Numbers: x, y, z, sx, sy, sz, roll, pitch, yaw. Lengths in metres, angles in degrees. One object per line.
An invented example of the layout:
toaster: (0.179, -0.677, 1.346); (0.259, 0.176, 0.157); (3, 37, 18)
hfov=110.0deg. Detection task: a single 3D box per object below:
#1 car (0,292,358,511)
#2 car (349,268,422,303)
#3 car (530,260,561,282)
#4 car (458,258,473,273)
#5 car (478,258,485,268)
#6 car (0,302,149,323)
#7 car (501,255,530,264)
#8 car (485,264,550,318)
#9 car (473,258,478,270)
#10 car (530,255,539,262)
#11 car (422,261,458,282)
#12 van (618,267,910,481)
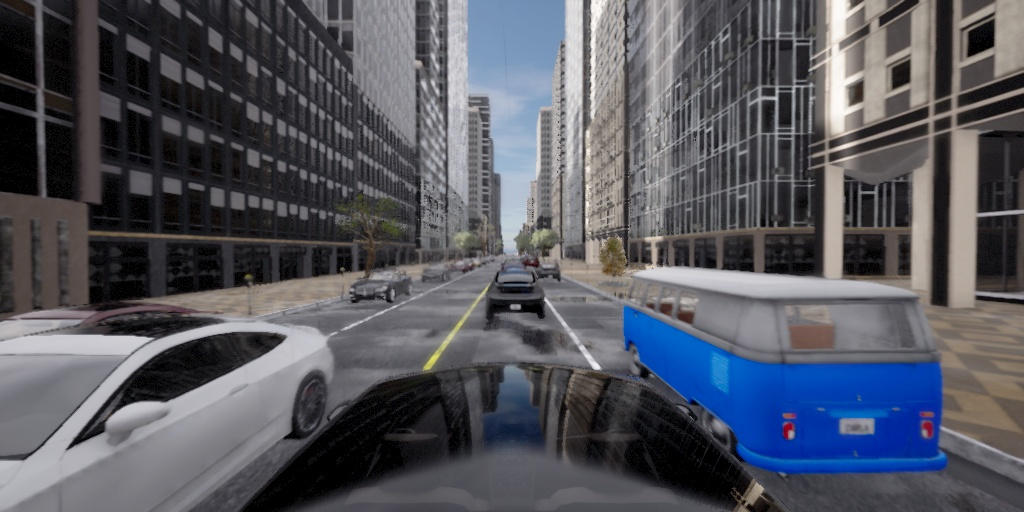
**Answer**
car: (-3.100, 1.271, 2.668); (1.812, 1.442, 4.674); (0, 0, 0)
car: (-5.684, 1.238, 16.013); (2.007, 1.370, 4.403); (0, 0, 0)
car: (2.704, 1.190, 27.374); (2.007, 1.370, 4.403); (0, 0, 0)
car: (-5.670, 1.170, 38.747); (1.802, 1.307, 4.207); (0, 0, 0)
car: (-5.659, 1.039, 55.628); (1.751, 1.417, 4.829); (0, 0, 0)
car: (-5.691, 1.319, 4.645); (1.802, 1.307, 4.207); (0, 0, 0)
car: (0.119, 0.981, 29.706); (2.097, 1.767, 4.553); (0, 0, 0)
car: (0.107, 1.207, 12.716); (1.837, 1.490, 4.892); (0, 0, 0)
car: (-5.666, 1.003, 44.430); (1.967, 1.591, 4.097); (0, 0, 0)
car: (2.718, 0.854, 50.109); (2.192, 1.841, 5.009); (0, 0, 0)
car: (-5.677, 1.189, 27.379); (2.007, 1.370, 4.403); (0, 0, 0)
van: (2.690, 1.079, 4.640); (1.690, 1.789, 3.998); (0, 0, 0)
